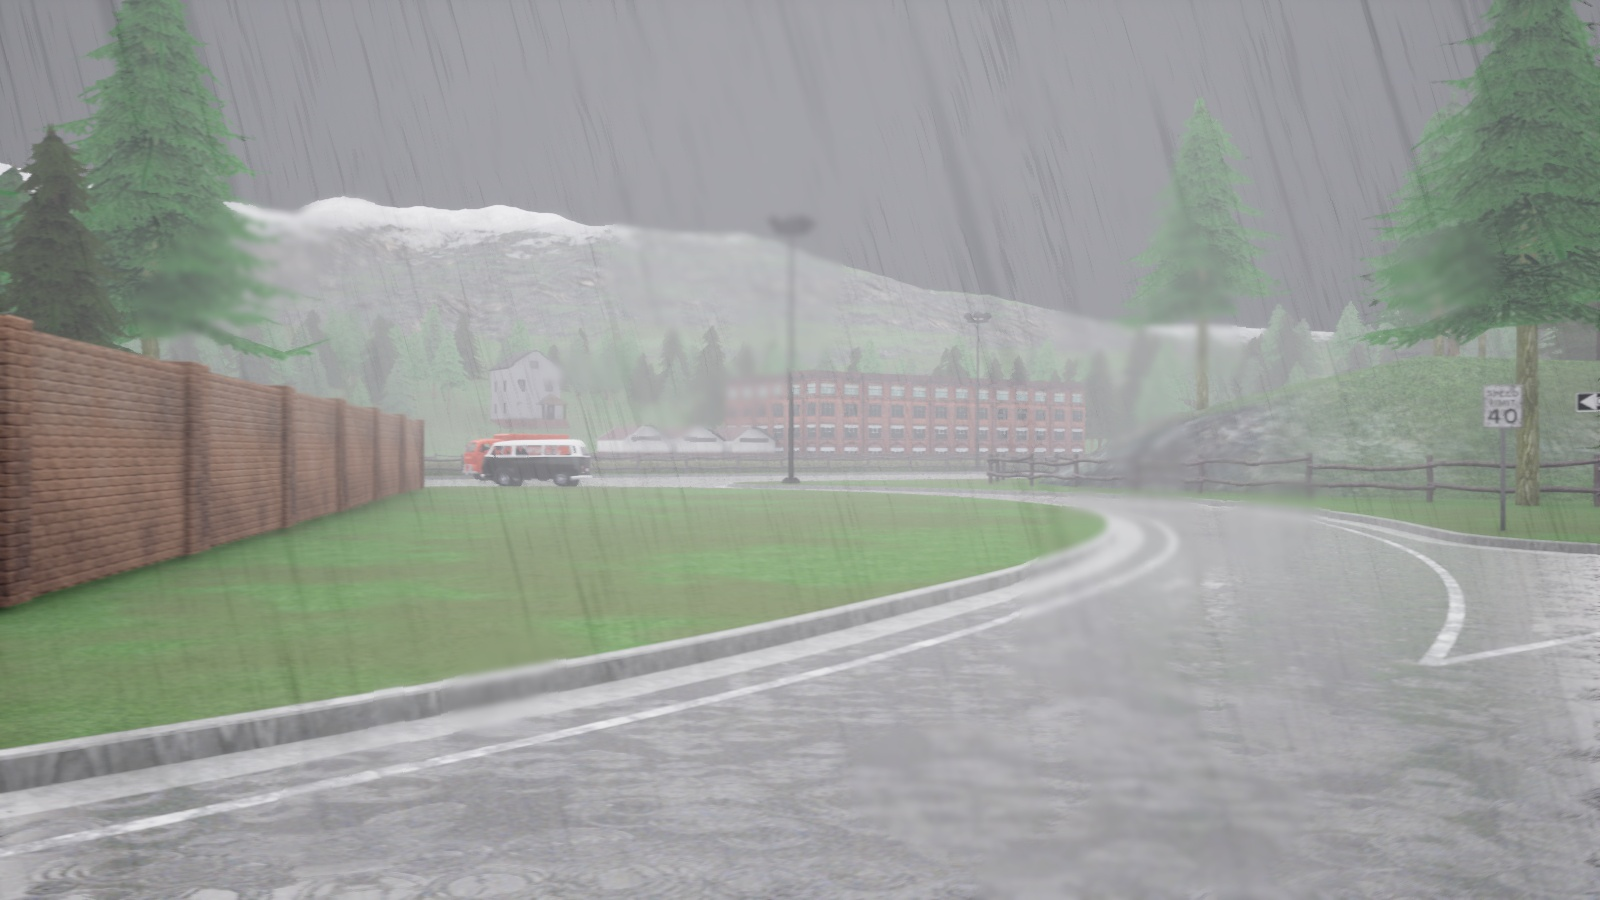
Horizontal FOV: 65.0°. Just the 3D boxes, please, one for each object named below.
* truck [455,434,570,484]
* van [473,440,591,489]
[{"bbox_3d":[-14.943,0.450,65.313,5.204,2.467,2.627,0,0,-35],"label":"truck"},{"bbox_3d":[-11.299,0.622,53.049,4.480,2.038,2.069,0,-1,4],"label":"van"}]
